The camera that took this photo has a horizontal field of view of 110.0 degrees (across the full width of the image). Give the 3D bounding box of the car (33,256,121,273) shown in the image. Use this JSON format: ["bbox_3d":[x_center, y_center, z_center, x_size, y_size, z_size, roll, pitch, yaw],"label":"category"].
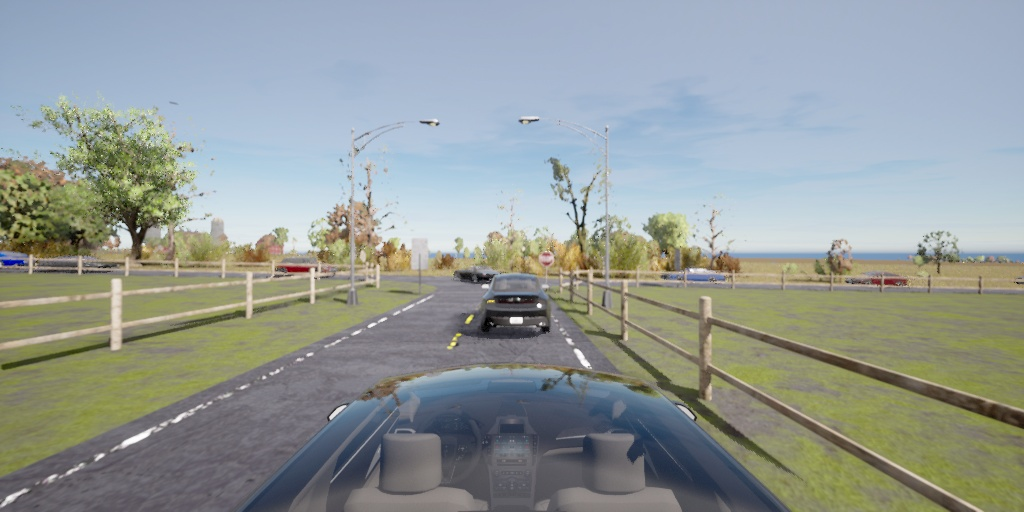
[{"bbox_3d":[-36.388,0.672,30.187,5.357,1.411,2.033,1,0,0],"label":"car"}]

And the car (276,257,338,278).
[{"bbox_3d":[-17.117,0.897,30.153,4.553,1.767,2.097,1,0,0],"label":"car"}]

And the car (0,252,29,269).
[{"bbox_3d":[-47.283,0.342,33.115,5.008,1.535,1.882,1,0,1],"label":"car"}]

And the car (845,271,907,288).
[{"bbox_3d":[33.465,2.130,33.004,4.674,1.442,1.812,1,0,0],"label":"car"}]

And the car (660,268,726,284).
[{"bbox_3d":[16.611,1.793,33.046,5.357,1.411,2.033,1,0,0],"label":"car"}]

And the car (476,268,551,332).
[{"bbox_3d":[0.107,1.294,11.034,1.837,1.490,4.892,0,0,0],"label":"car"}]

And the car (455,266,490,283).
[{"bbox_3d":[-2.875,1.448,28.933,1.895,1.301,4.718,0,0,-34],"label":"car"}]

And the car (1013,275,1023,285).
[{"bbox_3d":[49.123,2.100,32.893,4.181,1.385,1.994,1,0,0],"label":"car"}]
